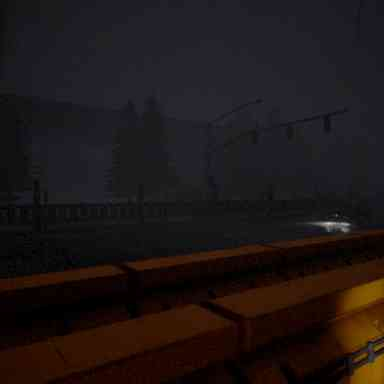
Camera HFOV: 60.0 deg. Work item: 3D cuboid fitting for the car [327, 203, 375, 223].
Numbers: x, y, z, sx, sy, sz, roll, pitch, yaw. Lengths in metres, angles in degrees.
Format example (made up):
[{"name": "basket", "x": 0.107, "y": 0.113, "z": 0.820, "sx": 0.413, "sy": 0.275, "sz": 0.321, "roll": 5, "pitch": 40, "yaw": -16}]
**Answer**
[{"name": "car", "x": 12.236, "y": 1.564, "z": 25.569, "sx": 4.181, "sy": 1.385, "sz": 1.994, "roll": 0, "pitch": 0, "yaw": -35}]
